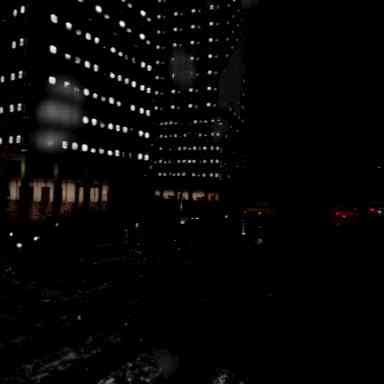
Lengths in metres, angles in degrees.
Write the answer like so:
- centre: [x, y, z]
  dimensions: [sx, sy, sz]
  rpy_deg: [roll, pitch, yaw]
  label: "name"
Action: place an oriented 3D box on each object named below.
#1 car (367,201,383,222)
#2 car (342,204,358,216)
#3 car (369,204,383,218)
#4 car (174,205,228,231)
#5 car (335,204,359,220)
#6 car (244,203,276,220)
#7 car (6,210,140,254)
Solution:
- centre: [19.537, 2.029, 34.586]
  dimensions: [2.150, 2.045, 5.566]
  rpy_deg: [2, 0, 30]
  label: "car"
- centre: [21.862, 2.440, 45.828]
  dimensions: [1.812, 1.442, 4.674]
  rpy_deg: [2, 0, 27]
  label: "car"
- centre: [24.780, 2.493, 44.395]
  dimensions: [1.882, 1.535, 5.008]
  rpy_deg: [2, 0, 28]
  label: "car"
- centre: [0.689, 1.585, 21.856]
  dimensions: [2.128, 1.511, 4.902]
  rpy_deg: [2, 0, 30]
  label: "car"
- centre: [17.086, 2.326, 36.876]
  dimensions: [1.895, 1.301, 4.718]
  rpy_deg: [2, 0, 29]
  label: "car"
- centre: [6.608, 1.813, 31.914]
  dimensions: [1.882, 1.535, 5.008]
  rpy_deg: [2, 0, 30]
  label: "car"
- centre: [-4.361, 1.433, 13.304]
  dimensions: [2.033, 1.411, 5.357]
  rpy_deg: [2, 0, 31]
  label: "car"
